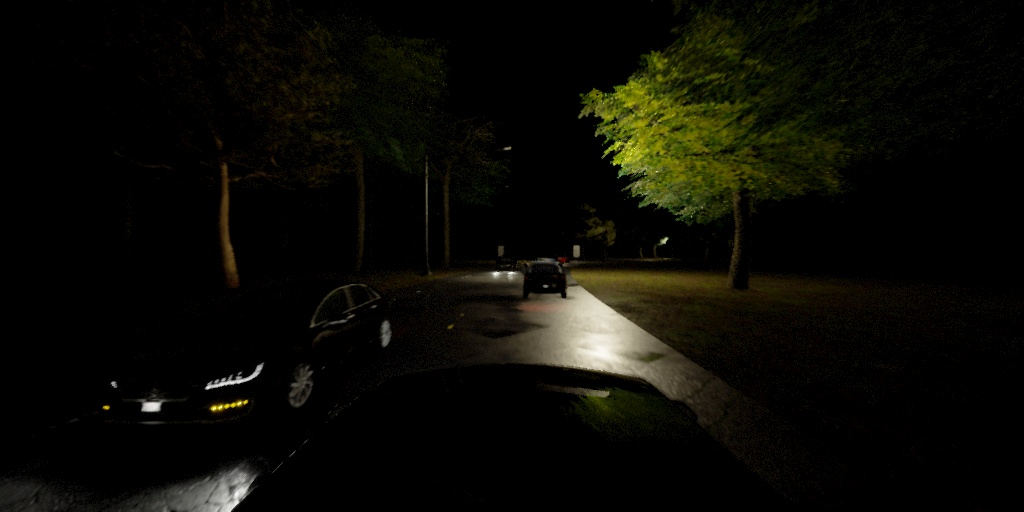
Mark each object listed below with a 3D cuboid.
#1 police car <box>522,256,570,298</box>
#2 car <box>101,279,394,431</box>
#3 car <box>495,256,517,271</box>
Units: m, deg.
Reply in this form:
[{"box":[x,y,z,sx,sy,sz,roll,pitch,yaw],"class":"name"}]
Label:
[{"box":[1.515,0.984,17.116,1.930,1.638,5.238,0,1,4],"class":"police car"},{"box":[-3.512,1.207,5.960,1.837,1.490,4.892,0,1,1],"class":"car"},{"box":[-0.624,0.823,39.252,1.882,1.535,5.008,0,1,9],"class":"car"}]
